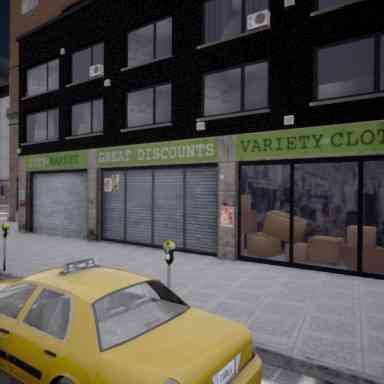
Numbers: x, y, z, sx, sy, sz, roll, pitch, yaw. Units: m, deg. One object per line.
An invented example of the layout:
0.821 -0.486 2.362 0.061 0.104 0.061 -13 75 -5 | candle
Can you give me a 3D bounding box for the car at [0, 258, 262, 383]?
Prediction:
-1.579 1.524 4.217 4.829 1.417 1.752 0 1 35 | car
